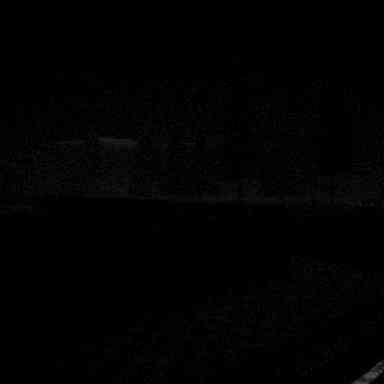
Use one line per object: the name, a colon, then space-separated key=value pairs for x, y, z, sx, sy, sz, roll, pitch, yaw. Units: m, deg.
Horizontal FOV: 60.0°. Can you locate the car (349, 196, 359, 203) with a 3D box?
car: x=35.202 y=1.661 z=71.543 sx=1.812 sy=1.442 sz=4.674 roll=0 pitch=0 yaw=12

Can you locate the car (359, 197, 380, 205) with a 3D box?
car: x=33.218 y=1.724 z=61.798 sx=1.994 sy=1.385 sz=4.181 roll=0 pitch=0 yaw=12
